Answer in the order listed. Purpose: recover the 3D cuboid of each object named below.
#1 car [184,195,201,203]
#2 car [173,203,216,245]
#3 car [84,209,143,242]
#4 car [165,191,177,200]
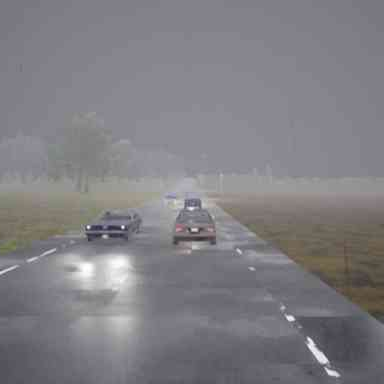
[{"bbox_3d":[0.091,1.045,38.167,1.882,1.535,5.008,0,1,0],"label":"car"},{"bbox_3d":[0.099,1.482,15.288,2.033,1.411,5.357,0,1,0],"label":"car"},{"bbox_3d":[-3.605,1.529,16.043,1.895,1.301,4.718,0,1,0],"label":"car"},{"bbox_3d":[-3.562,0.540,57.897,1.882,1.535,5.008,0,2,1],"label":"car"}]
